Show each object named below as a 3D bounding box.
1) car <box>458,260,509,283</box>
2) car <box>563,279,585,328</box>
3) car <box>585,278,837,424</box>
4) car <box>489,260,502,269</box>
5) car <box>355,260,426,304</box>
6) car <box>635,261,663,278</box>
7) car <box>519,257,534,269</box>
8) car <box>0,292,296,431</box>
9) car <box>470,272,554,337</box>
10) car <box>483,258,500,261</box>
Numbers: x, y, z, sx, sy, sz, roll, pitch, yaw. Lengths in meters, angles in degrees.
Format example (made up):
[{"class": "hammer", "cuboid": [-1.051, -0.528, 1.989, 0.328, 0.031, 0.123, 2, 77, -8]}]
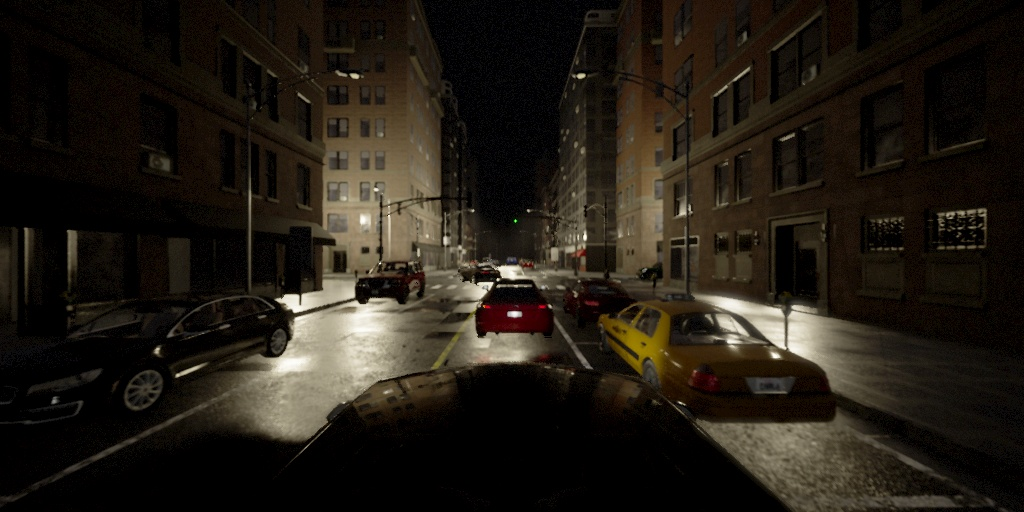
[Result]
[{"class": "car", "cuboid": [-2.399, 1.310, 26.022, 2.128, 1.511, 4.902, 0, 0, -25]}, {"class": "car", "cuboid": [2.630, 1.359, 11.206, 1.802, 1.307, 4.207, 0, 0, 0]}, {"class": "car", "cuboid": [2.633, 1.287, 5.964, 1.751, 1.417, 4.829, 0, 0, 0]}, {"class": "car", "cuboid": [-2.847, 1.409, 62.959, 2.128, 1.511, 4.902, 0, 0, 0]}, {"class": "car", "cuboid": [-5.399, 1.107, 16.623, 2.192, 1.841, 5.009, 0, 0, 0]}, {"class": "car", "cuboid": [13.146, 1.251, 31.225, 4.553, 1.767, 2.097, 0, 0, 0]}, {"class": "car", "cuboid": [2.599, 1.348, 59.446, 1.967, 1.591, 4.097, 0, 0, 0]}, {"class": "car", "cuboid": [-5.392, 1.312, 5.798, 2.007, 1.370, 4.403, 0, 0, 0]}, {"class": "car", "cuboid": [0.068, 1.339, 10.407, 1.994, 1.385, 4.181, 0, 0, 0]}, {"class": "car", "cuboid": [-2.875, 1.384, 52.808, 2.128, 1.511, 4.902, 0, 0, 0]}]
